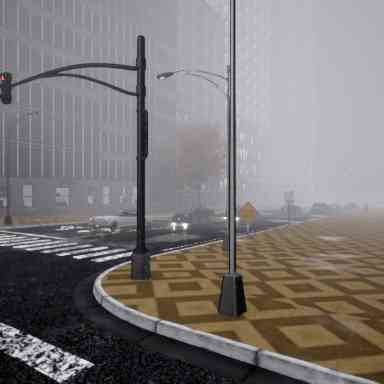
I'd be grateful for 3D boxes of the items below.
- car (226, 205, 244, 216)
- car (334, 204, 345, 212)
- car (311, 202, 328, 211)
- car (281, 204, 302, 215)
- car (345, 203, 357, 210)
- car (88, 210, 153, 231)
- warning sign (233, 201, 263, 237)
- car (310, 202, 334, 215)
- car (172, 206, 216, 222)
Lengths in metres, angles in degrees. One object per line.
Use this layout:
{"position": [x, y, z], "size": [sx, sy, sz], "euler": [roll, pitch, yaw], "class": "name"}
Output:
{"position": [5.682, 2.240, 40.003], "size": [1.994, 1.385, 4.181], "euler": [0, -1, 33], "class": "car"}
{"position": [23.793, 2.641, 55.845], "size": [2.033, 1.411, 5.357], "euler": [0, -1, 33], "class": "car"}
{"position": [23.730, 2.702, 61.765], "size": [1.812, 1.442, 4.674], "euler": [0, -1, 34], "class": "car"}
{"position": [13.909, 2.346, 46.457], "size": [2.128, 1.511, 4.902], "euler": [0, -1, 33], "class": "car"}
{"position": [31.396, 2.838, 65.759], "size": [1.812, 1.442, 4.674], "euler": [0, -1, 33], "class": "car"}
{"position": [-4.953, 1.925, 23.465], "size": [1.895, 1.301, 4.718], "euler": [0, -1, 33], "class": "car"}
{"position": [3.131, 1.454, 18.532], "size": [1.300, 1.860, 1.060], "euler": [1, 1, 33], "class": "warning sign"}
{"position": [18.339, 2.268, 47.346], "size": [2.097, 1.767, 4.553], "euler": [0, -1, 33], "class": "car"}
{"position": [0.313, 2.046, 31.660], "size": [2.033, 1.411, 5.357], "euler": [0, -1, 33], "class": "car"}
